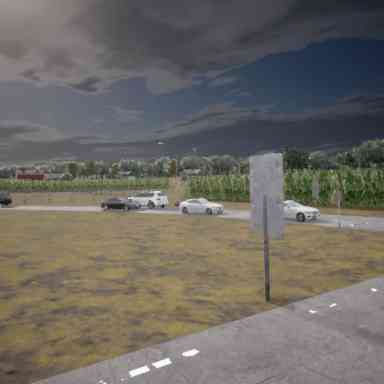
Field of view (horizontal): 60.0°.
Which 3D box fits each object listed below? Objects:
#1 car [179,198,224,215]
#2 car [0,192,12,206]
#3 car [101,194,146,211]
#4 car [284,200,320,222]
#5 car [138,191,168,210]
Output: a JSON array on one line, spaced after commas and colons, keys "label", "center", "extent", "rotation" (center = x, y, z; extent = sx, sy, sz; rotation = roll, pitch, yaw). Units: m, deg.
[{"label": "car", "center": [0.848, 1.340, 31.588], "extent": [4.674, 1.442, 1.812], "rotation": [0, 2, 39]}, {"label": "car", "center": [-28.239, 1.024, 46.684], "extent": [5.566, 2.045, 2.150], "rotation": [0, 1, 6]}, {"label": "car", "center": [-8.081, 1.353, 37.571], "extent": [4.892, 1.490, 1.837], "rotation": [-1, 2, 28]}, {"label": "car", "center": [7.282, 1.361, 25.251], "extent": [1.812, 1.442, 4.674], "rotation": [-3, 2, -42]}, {"label": "car", "center": [-5.485, 0.957, 39.591], "extent": [5.566, 2.045, 2.150], "rotation": [0, 2, 30]}]
